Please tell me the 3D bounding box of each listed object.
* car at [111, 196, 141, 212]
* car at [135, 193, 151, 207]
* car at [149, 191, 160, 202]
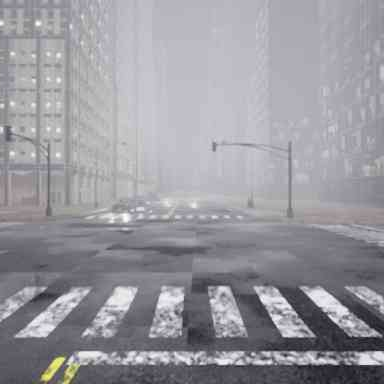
[{"bbox_3d":[-7.119,1.381,35.347,1.895,1.301,4.718,0,0,2],"label":"car"},{"bbox_3d":[-7.282,1.205,45.702,2.128,1.511,4.902,0,0,-1],"label":"car"},{"bbox_3d":[-7.531,0.803,65.336,2.150,2.045,5.566,0,0,-1],"label":"car"}]
